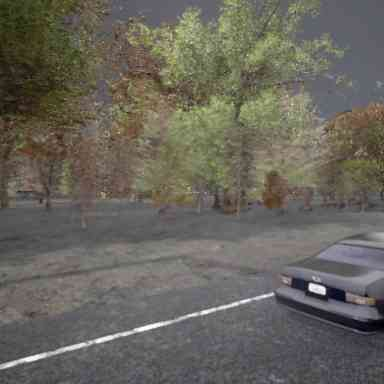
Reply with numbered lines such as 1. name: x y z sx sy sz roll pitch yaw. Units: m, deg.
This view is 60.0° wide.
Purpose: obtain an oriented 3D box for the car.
1. car: 3.970 1.534 6.578 5.357 1.411 2.033 0 0 -35
